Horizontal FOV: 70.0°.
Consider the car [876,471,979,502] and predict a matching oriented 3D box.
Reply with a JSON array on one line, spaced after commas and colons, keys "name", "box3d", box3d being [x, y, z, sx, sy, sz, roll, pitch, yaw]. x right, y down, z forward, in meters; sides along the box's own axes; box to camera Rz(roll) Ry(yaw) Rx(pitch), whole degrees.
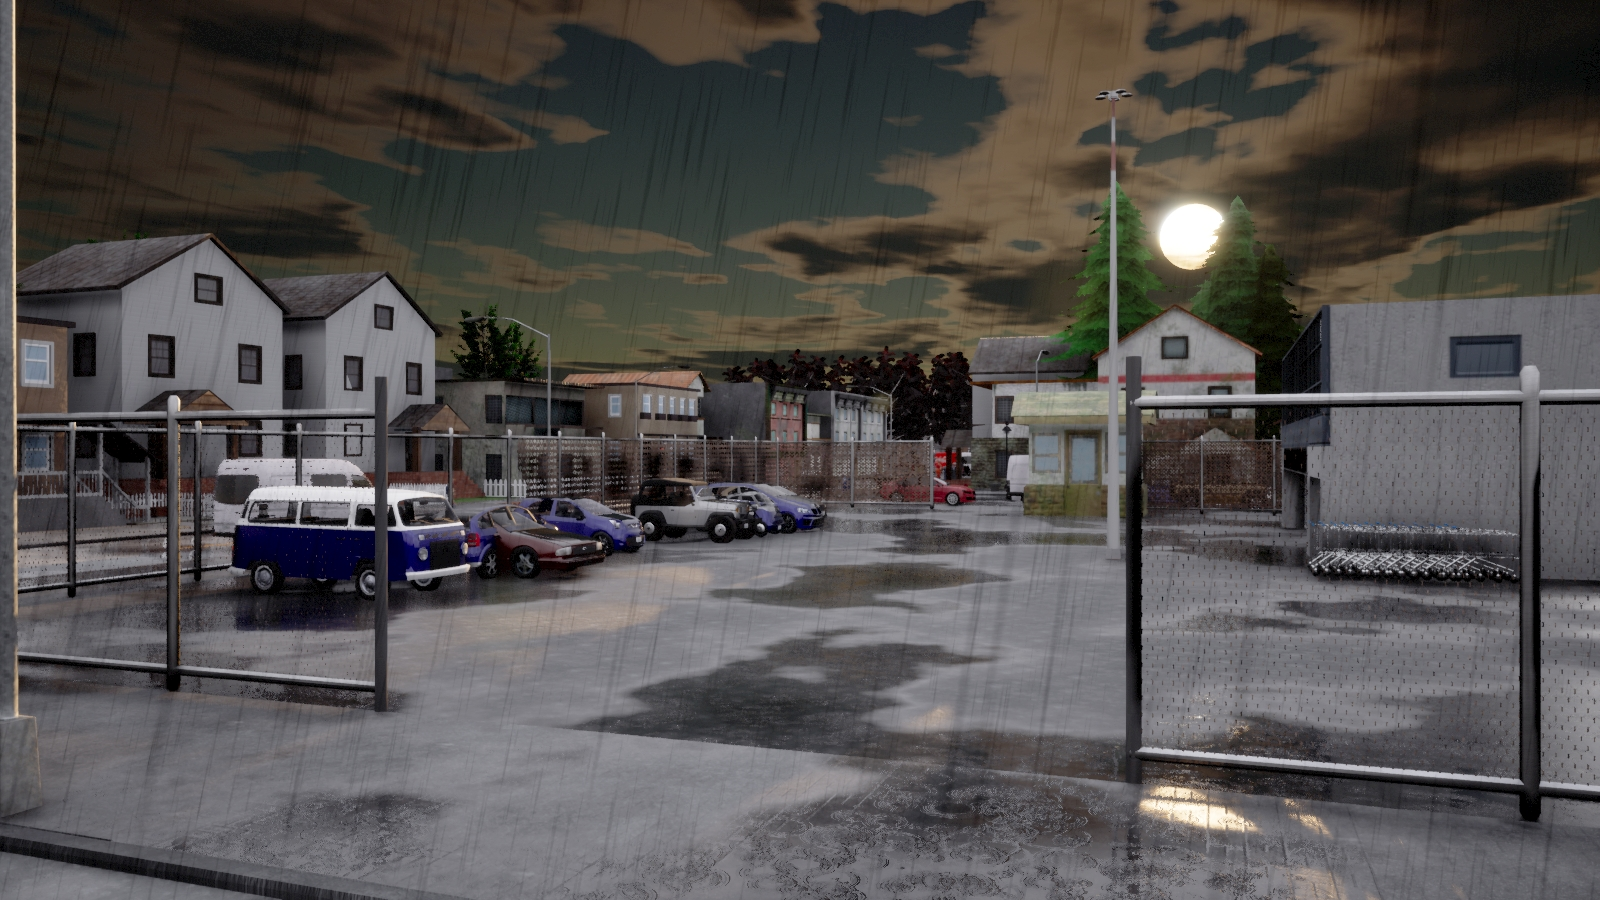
[{"name": "car", "box3d": [6.523, 1.843, 58.394, 4.892, 1.480, 2.231, 0, 0, 19]}]

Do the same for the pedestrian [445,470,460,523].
[{"name": "pedestrian", "box3d": [-12.303, 1.633, 40.415, 0.375, 1.860, 0.375, 0, 0, 9]}]

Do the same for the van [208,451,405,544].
[{"name": "van", "box3d": [-14.771, 1.319, 34.697, 1.988, 2.561, 5.915, 0, 0, 20]}]
